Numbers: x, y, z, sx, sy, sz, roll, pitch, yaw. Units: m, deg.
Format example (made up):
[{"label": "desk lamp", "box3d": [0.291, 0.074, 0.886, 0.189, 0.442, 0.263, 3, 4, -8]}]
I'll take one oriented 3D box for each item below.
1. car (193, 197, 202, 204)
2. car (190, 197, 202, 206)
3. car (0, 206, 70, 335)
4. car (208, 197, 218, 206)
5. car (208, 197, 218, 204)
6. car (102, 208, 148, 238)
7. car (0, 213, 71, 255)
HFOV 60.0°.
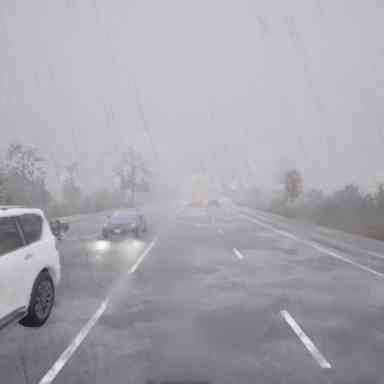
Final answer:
[{"label": "car", "box3d": [1.266, 1.859, 75.108, 1.994, 1.385, 4.181, 0, 0, 4]}, {"label": "car", "box3d": [0.687, 1.732, 65.155, 2.097, 1.767, 4.553, 0, 0, 3]}, {"label": "car", "box3d": [-3.602, 1.253, 4.228, 2.150, 2.045, 5.566, 0, 0, 0]}, {"label": "car", "box3d": [4.166, 1.875, 64.642, 1.837, 1.490, 4.892, 0, 0, 3]}, {"label": "car", "box3d": [4.756, 1.793, 74.857, 2.128, 1.511, 4.902, 0, 0, 4]}, {"label": "car", "box3d": [-3.607, 1.641, 18.578, 1.812, 1.442, 4.674, 0, 0, 0]}, {"label": "car", "box3d": [-7.116, 1.698, 14.626, 1.895, 1.301, 4.718, 0, 0, 0]}]
